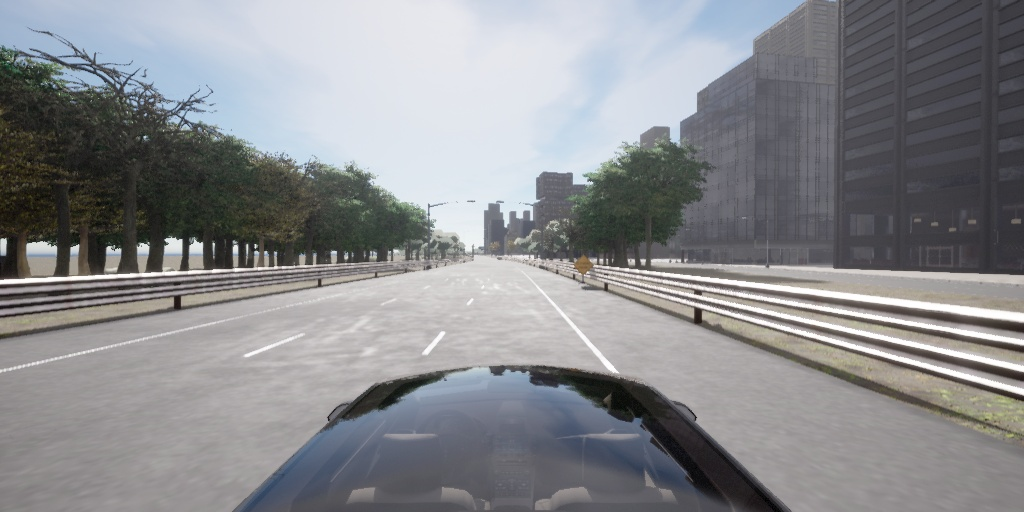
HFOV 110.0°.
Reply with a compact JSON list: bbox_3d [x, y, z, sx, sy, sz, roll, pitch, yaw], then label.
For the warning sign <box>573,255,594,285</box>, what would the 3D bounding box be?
[{"bbox_3d":[4.451,0.853,22.450,1.300,1.860,1.060,0,0,-1],"label":"warning sign"}]
